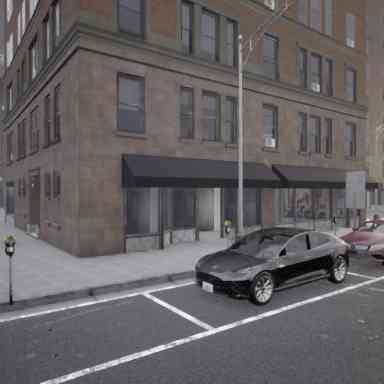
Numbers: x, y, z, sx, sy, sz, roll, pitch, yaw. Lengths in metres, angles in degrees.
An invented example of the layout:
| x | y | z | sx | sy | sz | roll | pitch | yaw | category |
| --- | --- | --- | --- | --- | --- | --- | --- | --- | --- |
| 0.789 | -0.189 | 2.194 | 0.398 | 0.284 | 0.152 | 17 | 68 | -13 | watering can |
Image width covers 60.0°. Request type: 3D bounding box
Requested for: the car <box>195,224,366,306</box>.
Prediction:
| x | y | z | sx | sy | sz | roll | pitch | yaw | category |
| --- | --- | --- | --- | --- | --- | --- | --- | --- | --- |
| 2.088 | 1.566 | 8.056 | 4.313 | 1.339 | 1.947 | 0 | 0 | -36 | car |

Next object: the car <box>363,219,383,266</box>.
| x | y | z | sx | sy | sz | roll | pitch | yaw | category |
| --- | --- | --- | --- | --- | --- | --- | --- | --- | --- |
| 6.550 | 1.582 | 11.274 | 4.206 | 1.307 | 1.802 | 0 | 0 | -36 | car |
